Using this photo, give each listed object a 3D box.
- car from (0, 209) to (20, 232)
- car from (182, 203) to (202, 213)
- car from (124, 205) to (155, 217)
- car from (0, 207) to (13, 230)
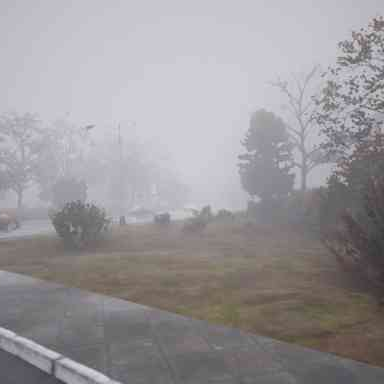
[{"bbox_3d":[-14.502,2.122,22.912,1.882,1.535,5.008,-3,-2,35],"label":"car"},{"bbox_3d":[0.289,2.475,53.047,1.812,1.442,4.674,-3,-2,33],"label":"car"},{"bbox_3d":[-6.557,2.391,42.193,1.812,1.442,4.674,-3,-2,32],"label":"car"},{"bbox_3d":[-16.907,2.161,26.071,2.097,1.767,4.553,-3,-2,33],"label":"car"}]
